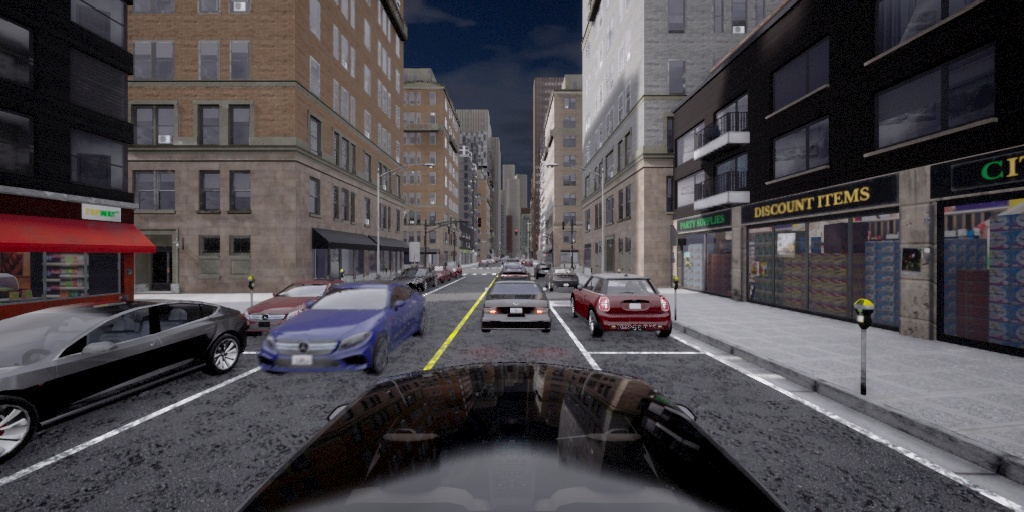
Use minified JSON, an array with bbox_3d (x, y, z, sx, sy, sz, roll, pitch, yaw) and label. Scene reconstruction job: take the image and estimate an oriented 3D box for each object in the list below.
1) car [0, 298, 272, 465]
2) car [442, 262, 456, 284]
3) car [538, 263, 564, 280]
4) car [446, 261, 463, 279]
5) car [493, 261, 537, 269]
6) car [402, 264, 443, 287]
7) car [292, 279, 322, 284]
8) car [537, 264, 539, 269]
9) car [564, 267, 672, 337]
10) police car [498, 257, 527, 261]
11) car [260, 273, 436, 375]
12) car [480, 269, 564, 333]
[{"bbox_3d":[-5.666,1.315,4.787,1.948,1.339,4.313,0,0,0],"label":"car"},{"bbox_3d":[-5.625,1.334,26.792,1.802,1.307,4.207,0,0,0],"label":"car"},{"bbox_3d":[2.890,1.301,21.275,2.007,1.370,4.403,0,0,0],"label":"car"},{"bbox_3d":[-5.615,1.193,32.293,1.967,1.591,4.097,0,0,0],"label":"car"},{"bbox_3d":[0.132,1.242,21.266,2.128,1.511,4.902,0,0,0],"label":"car"},{"bbox_3d":[-5.635,1.316,21.291,1.948,1.339,4.313,0,0,0],"label":"car"},{"bbox_3d":[-5.656,1.332,10.288,1.802,1.307,4.207,0,0,0],"label":"car"},{"bbox_3d":[2.911,1.319,32.277,1.948,1.339,4.313,0,0,0],"label":"car"},{"bbox_3d":[2.870,1.190,10.272,1.967,1.591,4.097,0,0,0],"label":"car"},{"bbox_3d":[0.051,1.178,31.286,1.930,1.638,5.238,0,0,0],"label":"police car"},{"bbox_3d":[-3.092,1.275,7.619,1.812,1.442,4.674,0,0,0],"label":"car"},{"bbox_3d":[0.111,1.297,10.743,2.033,1.411,5.357,0,0,0],"label":"car"}]
